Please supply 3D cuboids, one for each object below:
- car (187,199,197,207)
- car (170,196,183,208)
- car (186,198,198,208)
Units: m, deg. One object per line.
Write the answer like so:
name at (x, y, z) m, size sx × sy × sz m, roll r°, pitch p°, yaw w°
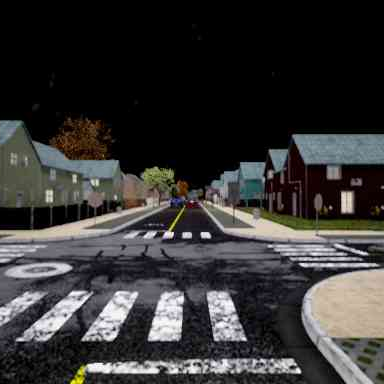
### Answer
car at (0.009, 2.130, 66.398) m, size 1.812 × 1.442 × 4.674 m, roll 0°, pitch -1°, yaw 0°
car at (-2.741, 1.752, 60.540) m, size 2.150 × 2.045 × 5.566 m, roll 0°, pitch -1°, yaw 0°
car at (0.007, 1.833, 56.367) m, size 2.097 × 1.767 × 4.553 m, roll 0°, pitch -1°, yaw 0°
